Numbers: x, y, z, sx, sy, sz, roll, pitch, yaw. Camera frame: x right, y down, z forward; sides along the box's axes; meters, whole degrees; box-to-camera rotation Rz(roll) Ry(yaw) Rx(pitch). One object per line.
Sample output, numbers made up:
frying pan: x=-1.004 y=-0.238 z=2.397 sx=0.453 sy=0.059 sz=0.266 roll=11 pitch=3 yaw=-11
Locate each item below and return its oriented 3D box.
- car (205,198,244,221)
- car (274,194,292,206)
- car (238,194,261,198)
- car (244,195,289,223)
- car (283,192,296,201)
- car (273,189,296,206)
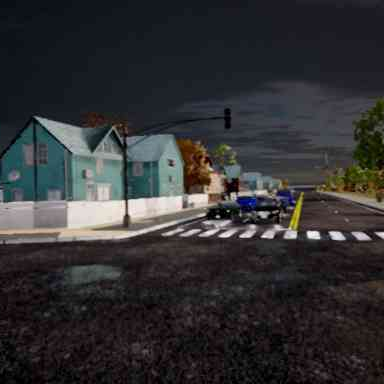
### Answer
car: x=2.472 y=1.354 z=24.843 sx=1.895 sy=1.301 sz=4.718 roll=-1 pitch=0 yaw=19
car: x=8.154 y=1.174 z=31.544 sx=1.895 sy=1.301 sz=4.718 roll=-1 pitch=0 yaw=19
car: x=5.390 y=1.101 z=33.517 sx=1.882 sy=1.535 sz=5.008 roll=-1 pitch=0 yaw=19
car: x=5.204 y=1.196 z=22.779 sx=2.128 sy=1.511 sz=4.902 roll=-1 pitch=0 yaw=19
car: x=16.168 y=0.756 z=55.152 sx=1.812 sy=1.442 sz=4.674 roll=-1 pitch=0 yaw=19
car: x=11.442 y=0.651 z=41.314 sx=2.150 sy=2.045 sz=5.566 roll=-1 pitch=0 yaw=19
